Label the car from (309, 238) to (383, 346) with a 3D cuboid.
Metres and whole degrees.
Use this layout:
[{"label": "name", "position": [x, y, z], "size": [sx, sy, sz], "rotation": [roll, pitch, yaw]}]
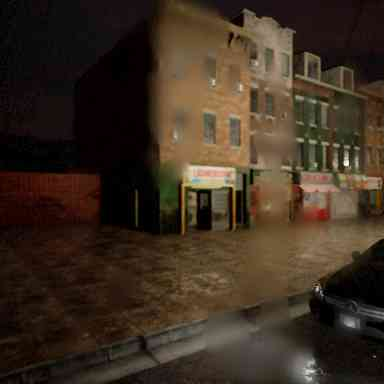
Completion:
[{"label": "car", "position": [4.087, 1.526, 5.936], "size": [4.674, 1.442, 1.812], "rotation": [0, 0, -35]}]
